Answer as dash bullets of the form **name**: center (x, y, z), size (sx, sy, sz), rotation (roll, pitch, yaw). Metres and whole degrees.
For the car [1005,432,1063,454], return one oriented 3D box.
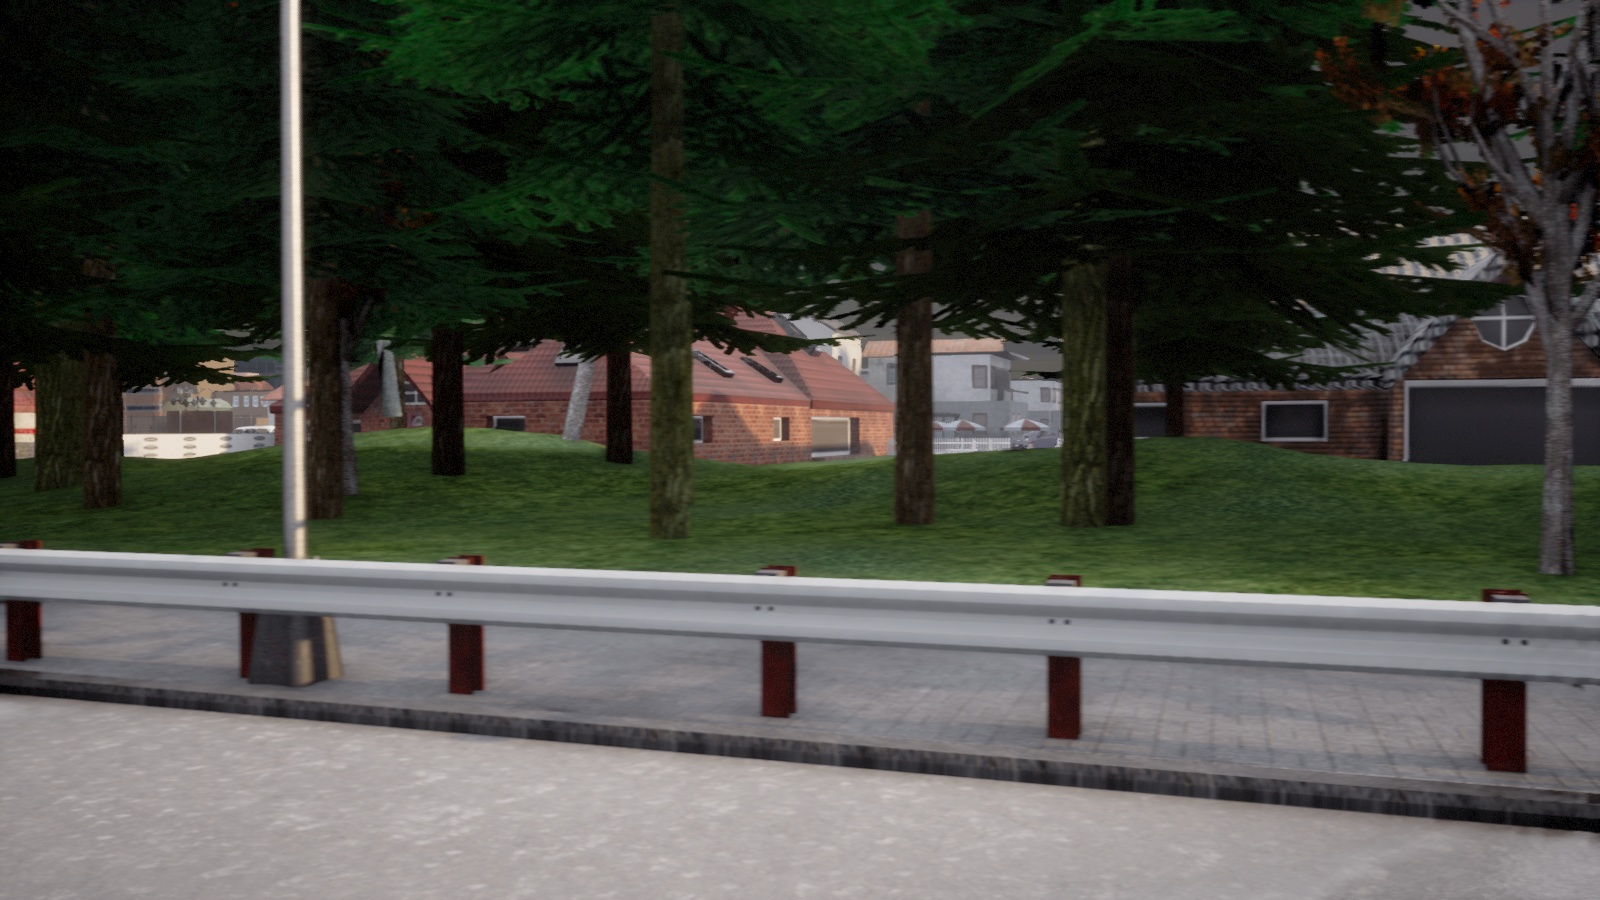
- **car**: center (16.105, -0.494, 86.500), size (3.633, 1.501, 1.845), rotation (0, 2, -33)
